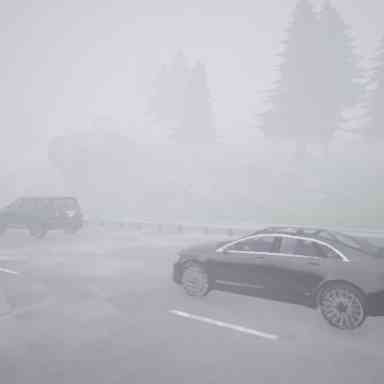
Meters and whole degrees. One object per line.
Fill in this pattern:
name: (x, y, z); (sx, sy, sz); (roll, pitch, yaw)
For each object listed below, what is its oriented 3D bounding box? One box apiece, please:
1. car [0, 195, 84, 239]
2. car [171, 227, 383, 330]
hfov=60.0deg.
car: (-8.133, 1.202, 17.434); (5.566, 2.045, 2.150); (0, 0, 31)
car: (1.787, 1.477, 6.889); (4.902, 1.511, 2.128); (0, 0, 35)
